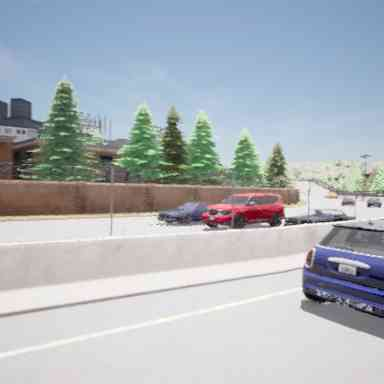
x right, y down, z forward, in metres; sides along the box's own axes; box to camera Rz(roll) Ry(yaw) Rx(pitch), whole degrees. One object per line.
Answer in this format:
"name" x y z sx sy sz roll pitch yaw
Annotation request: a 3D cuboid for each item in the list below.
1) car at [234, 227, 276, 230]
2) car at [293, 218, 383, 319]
"car" 3.185 1.092 19.355 5.566 2.045 2.150 1 1 -40
"car" 4.399 1.370 6.932 4.553 1.767 2.097 1 1 -35
